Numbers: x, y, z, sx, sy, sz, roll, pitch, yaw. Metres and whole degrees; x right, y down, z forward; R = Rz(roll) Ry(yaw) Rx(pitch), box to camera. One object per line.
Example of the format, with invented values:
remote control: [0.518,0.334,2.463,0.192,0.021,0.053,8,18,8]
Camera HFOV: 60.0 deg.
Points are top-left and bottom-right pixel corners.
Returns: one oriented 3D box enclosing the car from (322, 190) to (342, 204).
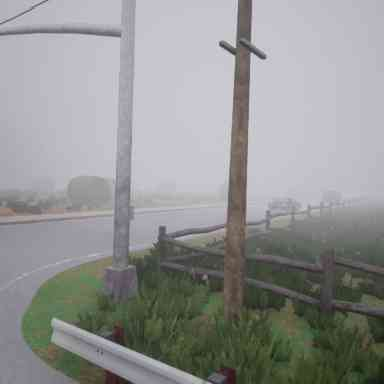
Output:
car: [21.411,0.800,50.781,2.150,2.045,5.566,3,2,33]

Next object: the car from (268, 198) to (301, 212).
car: [8.998,1.218,31.833,1.895,1.301,4.718,3,2,33]

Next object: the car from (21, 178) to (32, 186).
car: [-39.115,-2.288,79.214,1.905,1.878,3.866,8,2,-13]
